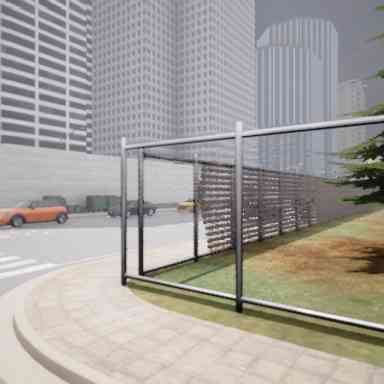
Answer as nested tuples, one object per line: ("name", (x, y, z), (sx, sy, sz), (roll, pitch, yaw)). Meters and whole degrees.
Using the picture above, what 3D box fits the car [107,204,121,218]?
("car", (-5.286, 1.465, 29.504), (1.837, 1.490, 4.892), (0, 0, 36))

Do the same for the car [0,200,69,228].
("car", (-10.618, 1.312, 21.993), (2.097, 1.767, 4.553), (0, 0, 35))
